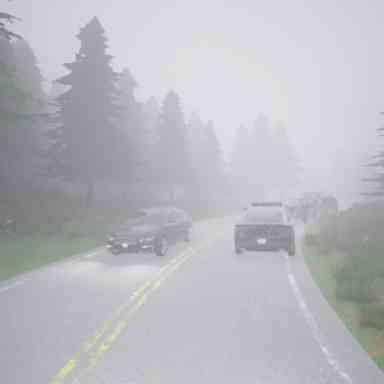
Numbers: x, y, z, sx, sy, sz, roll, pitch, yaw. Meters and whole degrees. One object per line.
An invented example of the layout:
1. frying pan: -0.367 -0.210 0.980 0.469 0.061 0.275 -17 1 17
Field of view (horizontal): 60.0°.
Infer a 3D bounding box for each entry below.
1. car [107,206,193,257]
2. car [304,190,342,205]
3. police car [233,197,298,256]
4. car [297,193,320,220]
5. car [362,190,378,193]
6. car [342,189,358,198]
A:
1. car: -1.350 1.349 12.443 1.837 1.490 4.892 -2 0 17
2. car: 9.597 0.702 25.510 2.097 1.767 4.553 -3 0 38
3. police car: 2.780 1.177 12.241 1.930 1.638 5.238 -1 1 17
4. car: 6.487 1.047 20.807 1.812 1.442 4.674 -2 0 30
5. car: 23.545 0.220 43.496 1.837 1.490 4.892 -2 0 24
6. car: 27.280 0.297 57.392 1.812 1.442 4.674 0 -2 -2
